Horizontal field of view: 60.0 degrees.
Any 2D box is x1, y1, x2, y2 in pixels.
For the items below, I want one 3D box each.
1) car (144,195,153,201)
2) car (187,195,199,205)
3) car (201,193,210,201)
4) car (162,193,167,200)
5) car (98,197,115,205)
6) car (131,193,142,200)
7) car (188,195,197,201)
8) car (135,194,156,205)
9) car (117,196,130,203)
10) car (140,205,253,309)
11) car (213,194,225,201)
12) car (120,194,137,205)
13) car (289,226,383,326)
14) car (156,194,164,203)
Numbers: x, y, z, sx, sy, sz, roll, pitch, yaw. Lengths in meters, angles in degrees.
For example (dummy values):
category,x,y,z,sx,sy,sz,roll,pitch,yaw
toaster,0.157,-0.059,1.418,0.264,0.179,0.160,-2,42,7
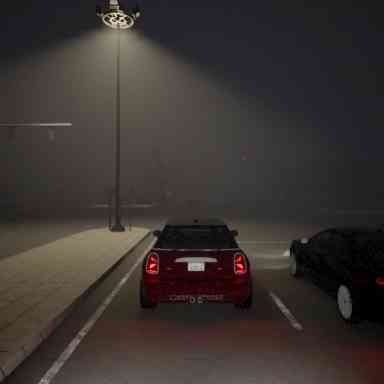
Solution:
category,x,y,z,sx,sy,sz,roll,pitch,yaw
car,-11.319,1.493,87.065,1.812,1.442,4.674,0,0,0
car,0.114,1.477,54.925,1.882,1.535,5.008,0,0,0
car,3.679,1.544,85.944,1.994,1.385,4.181,0,0,0
car,-7.817,1.183,87.863,2.150,2.045,5.566,0,0,0
car,-14.948,1.562,58.331,1.994,1.385,4.181,0,0,0
car,-14.816,1.232,88.710,2.097,1.767,4.553,0,0,0
car,0.178,1.515,85.535,2.128,1.511,4.902,0,0,0
car,-7.958,1.562,57.323,1.994,1.385,4.181,0,0,0
car,-14.849,1.551,72.642,1.994,1.385,4.181,0,0,0
car,0.083,1.352,8.042,2.097,1.767,4.553,0,0,0
car,7.179,1.346,85.907,2.097,1.767,4.553,0,0,0
car,-11.451,1.476,58.137,1.882,1.535,5.008,0,0,0
car,3.578,1.477,7.166,1.882,1.535,5.008,0,0,0
car,-7.851,1.594,71.827,1.895,1.301,4.718,0,0,0
